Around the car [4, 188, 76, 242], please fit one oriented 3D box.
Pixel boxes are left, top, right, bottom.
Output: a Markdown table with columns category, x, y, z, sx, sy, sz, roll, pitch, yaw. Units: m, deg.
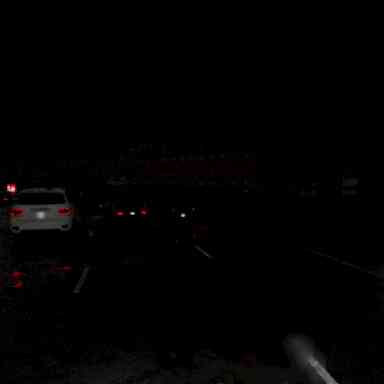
| category | x | y | z | sx | sy | sz | roll | pitch | yaw |
| --- | --- | --- | --- | --- | --- | --- | --- | --- | --- |
| car | -6.341 | 0.824 | 14.506 | 2.150 | 2.045 | 5.566 | 0 | 2 | -19 |

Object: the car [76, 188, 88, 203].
| category | x | y | z | sx | sy | sz | roll | pitch | yaw |
| --- | --- | --- | --- | --- | --- | --- | --- | --- | --- |
| car | -13.810 | 0.318 | 37.919 | 4.553 | 1.767 | 2.097 | 1 | 2 | 43 |

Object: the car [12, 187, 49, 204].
| category | x | y | z | sx | sy | sz | roll | pitch | yaw |
| --- | --- | --- | --- | --- | --- | --- | --- | --- | --- |
| car | -17.920 | 0.351 | 36.903 | 4.553 | 1.767 | 2.097 | 1 | 2 | 41 |

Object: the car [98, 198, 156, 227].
| category | x | y | z | sx | sy | sz | roll | pitch | yaw |
| --- | --- | --- | --- | --- | --- | --- | --- | --- | --- |
| car | -3.932 | 1.036 | 18.521 | 2.033 | 1.411 | 5.357 | -1 | 2 | -24 |

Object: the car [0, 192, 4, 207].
| category | x | y | z | sx | sy | sz | roll | pitch | yaw |
| --- | --- | --- | --- | --- | --- | --- | --- | --- | --- |
| car | -18.356 | 0.667 | 32.554 | 5.357 | 1.411 | 2.033 | 1 | 2 | 43 |

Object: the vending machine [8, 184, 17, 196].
| category | x | y | z | sx | sy | sz | roll | pitch | yaw |
| --- | --- | --- | --- | --- | --- | --- | --- | --- | --- |
| vending machine | -31.392 | -0.374 | 58.086 | 0.880 | 2.100 | 1.100 | 1 | 2 | 40 |

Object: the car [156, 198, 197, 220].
| category | x | y | z | sx | sy | sz | roll | pitch | yaw |
| --- | --- | --- | --- | --- | --- | --- | --- | --- | --- |
| car | -1.453 | 1.007 | 21.389 | 1.895 | 1.301 | 4.718 | -1 | 2 | -25 |
